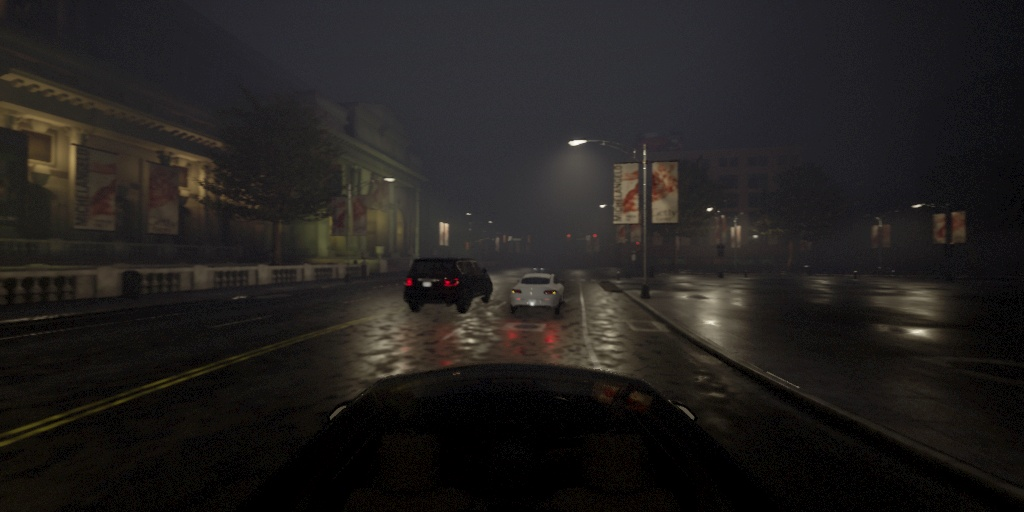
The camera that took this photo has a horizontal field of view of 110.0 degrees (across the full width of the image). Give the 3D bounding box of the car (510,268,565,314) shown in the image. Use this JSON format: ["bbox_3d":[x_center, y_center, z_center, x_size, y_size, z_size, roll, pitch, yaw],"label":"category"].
[{"bbox_3d":[1.115,1.401,14.521,1.812,1.442,4.674,0,0,11],"label":"car"}]

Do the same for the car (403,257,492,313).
[{"bbox_3d":[-2.396,1.076,14.789,2.150,2.045,5.566,0,0,11],"label":"car"}]
